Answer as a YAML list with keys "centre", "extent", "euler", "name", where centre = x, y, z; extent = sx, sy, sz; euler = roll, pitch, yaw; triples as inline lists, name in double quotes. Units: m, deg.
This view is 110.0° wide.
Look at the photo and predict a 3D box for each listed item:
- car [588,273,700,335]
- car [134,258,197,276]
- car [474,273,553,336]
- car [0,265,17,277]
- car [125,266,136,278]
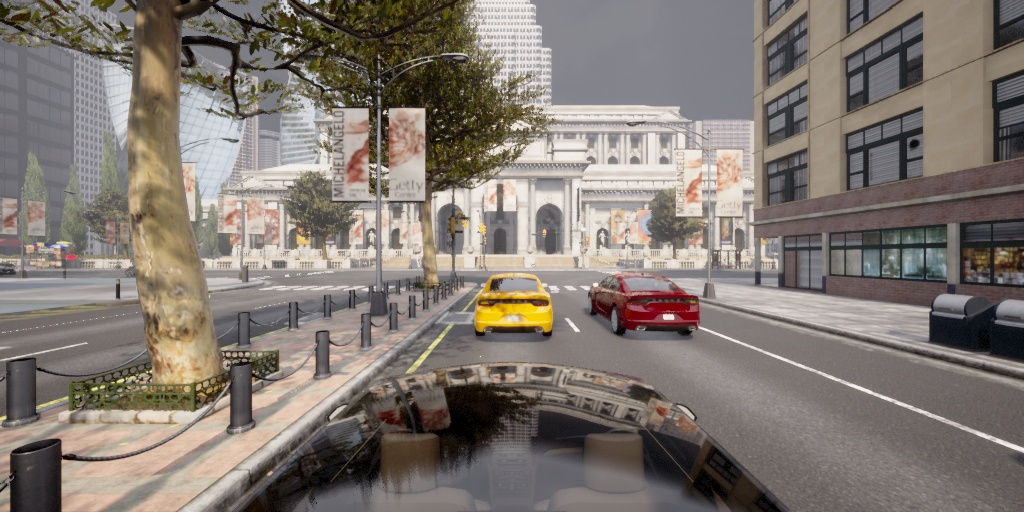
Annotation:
- centre: [3.558, 1.228, 10.582]
  extent: [1.882, 1.535, 5.008]
  euler: [0, 0, 0]
  name: "car"
- centre: [-36.221, 1.102, 37.561]
  extent: [4.553, 1.767, 2.097]
  euler: [0, 0, 0]
  name: "car"
- centre: [0.056, 1.228, 10.403]
  extent: [1.882, 1.535, 5.008]
  euler: [0, 0, 1]
  name: "car"
- centre: [-50.154, 1.254, 33.827]
  extent: [4.892, 1.490, 1.837]
  euler: [0, -1, -5]
  name: "car"
- centre: [-33.894, 1.314, 34.065]
  extent: [4.181, 1.385, 1.994]
  euler: [0, 0, 0]
  name: "car"
